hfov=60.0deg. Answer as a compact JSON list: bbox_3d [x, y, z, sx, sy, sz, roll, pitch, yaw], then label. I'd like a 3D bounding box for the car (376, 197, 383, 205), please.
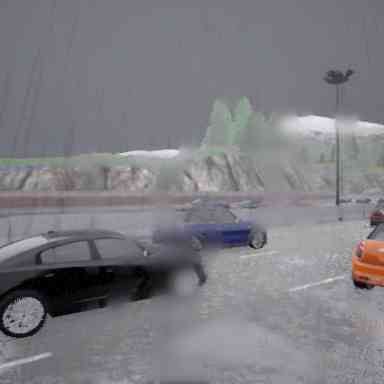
[{"bbox_3d":[35.940,1.667,62.167,1.895,1.301,4.718,0,0,39],"label":"car"}]

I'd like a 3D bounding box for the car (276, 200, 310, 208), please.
[{"bbox_3d":[9.413,1.522,32.280,5.008,1.535,1.882,0,0,-36],"label":"car"}]

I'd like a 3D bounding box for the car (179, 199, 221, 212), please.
[{"bbox_3d":[1.008,1.546,39.145,4.892,1.490,1.837,0,0,-36],"label":"car"}]

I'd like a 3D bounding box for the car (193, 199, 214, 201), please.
[{"bbox_3d":[2.548,1.640,35.927,4.718,1.301,1.895,0,0,-36],"label":"car"}]

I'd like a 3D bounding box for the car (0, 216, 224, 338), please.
[{"bbox_3d":[-1.942,1.482,6.684,5.008,1.535,1.882,0,0,-35],"label":"car"}]

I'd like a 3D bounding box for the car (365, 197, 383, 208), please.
[{"bbox_3d":[13.963,1.391,22.331,4.553,1.767,2.097,0,0,-36],"label":"car"}]

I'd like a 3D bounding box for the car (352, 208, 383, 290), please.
[{"bbox_3d":[5.862,1.367,7.935,4.553,1.767,2.097,0,0,-35],"label":"car"}]

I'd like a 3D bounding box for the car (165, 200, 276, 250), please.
[{"bbox_3d":[0.832,1.365,12.947,4.553,1.767,2.097,0,0,-35],"label":"car"}]

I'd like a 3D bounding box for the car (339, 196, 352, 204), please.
[{"bbox_3d":[30.604,1.545,66.706,1.882,1.535,5.008,0,0,39],"label":"car"}]

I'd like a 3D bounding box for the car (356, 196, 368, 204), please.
[{"bbox_3d":[33.153,1.552,64.284,1.882,1.535,5.008,0,0,39],"label":"car"}]
